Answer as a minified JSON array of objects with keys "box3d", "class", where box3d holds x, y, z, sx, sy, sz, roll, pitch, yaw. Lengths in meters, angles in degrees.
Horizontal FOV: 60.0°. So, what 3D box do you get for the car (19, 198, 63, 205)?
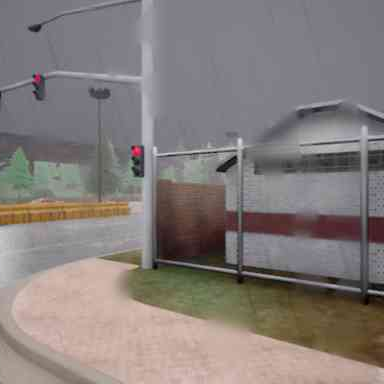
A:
[{"box3d":[-17.200,1.481,37.955,1.882,1.535,5.008,0,0,34],"class":"car"}]
